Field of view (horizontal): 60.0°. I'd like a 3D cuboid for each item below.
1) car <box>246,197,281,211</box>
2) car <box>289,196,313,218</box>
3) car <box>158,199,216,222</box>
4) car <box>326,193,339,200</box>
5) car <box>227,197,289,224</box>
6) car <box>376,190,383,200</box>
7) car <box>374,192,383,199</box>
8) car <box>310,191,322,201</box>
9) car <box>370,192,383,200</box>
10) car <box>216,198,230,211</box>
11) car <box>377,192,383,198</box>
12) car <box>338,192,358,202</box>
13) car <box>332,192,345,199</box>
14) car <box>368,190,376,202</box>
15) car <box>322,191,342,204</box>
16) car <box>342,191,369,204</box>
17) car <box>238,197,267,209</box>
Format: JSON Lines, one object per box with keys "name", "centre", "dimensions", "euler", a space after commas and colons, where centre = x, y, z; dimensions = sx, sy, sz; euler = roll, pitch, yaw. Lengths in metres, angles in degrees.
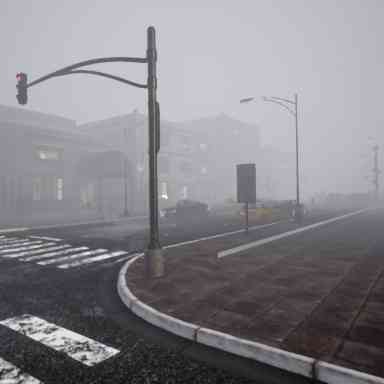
{"name": "car", "centre": [7.873, 1.290, 36.355], "dimensions": [1.895, 1.301, 4.718], "euler": [-1, 0, 36]}
{"name": "car", "centre": [7.599, 1.217, 26.146], "dimensions": [2.008, 1.369, 4.403], "euler": [-1, 0, 36]}
{"name": "car", "centre": [-0.606, 1.318, 24.727], "dimensions": [2.128, 1.511, 4.902], "euler": [-1, 0, 36]}
{"name": "car", "centre": [30.143, 0.935, 71.333], "dimensions": [1.802, 1.307, 4.206], "euler": [-1, 0, 36]}
{"name": "car", "centre": [4.441, 1.242, 21.811], "dimensions": [1.752, 1.417, 4.829], "euler": [-1, 0, 36]}
{"name": "car", "centre": [33.654, 0.570, 61.925], "dimensions": [2.192, 1.841, 5.009], "euler": [-1, 0, 36]}
{"name": "car", "centre": [40.171, 0.721, 70.871], "dimensions": [1.947, 1.339, 4.313], "euler": [-1, 0, 36]}
{"name": "car", "centre": [23.625, 0.769, 62.388], "dimensions": [2.192, 1.841, 5.009], "euler": [-1, 0, 36]}
{"name": "car", "centre": [36.914, 0.771, 66.398], "dimensions": [1.947, 1.339, 4.313], "euler": [-1, 0, 36]}
{"name": "car", "centre": [3.985, 1.290, 35.415], "dimensions": [1.752, 1.417, 4.829], "euler": [-1, 0, 36]}
{"name": "car", "centre": [43.254, 0.652, 75.091], "dimensions": [1.887, 1.381, 4.507], "euler": [-1, 0, 36]}
{"name": "car", "centre": [26.651, 0.869, 56.728], "dimensions": [2.128, 1.511, 4.902], "euler": [-1, 0, 36]}
{"name": "car", "centre": [33.399, 0.743, 75.805], "dimensions": [1.967, 1.590, 4.097], "euler": [-1, 0, 36]}
{"name": "car", "centre": [27.053, 0.860, 52.098], "dimensions": [1.837, 1.490, 4.892], "euler": [-1, 0, 36]}
{"name": "car", "centre": [21.414, 0.811, 49.532], "dimensions": [2.097, 1.767, 4.553], "euler": [-1, 0, 36]}
{"name": "car", "centre": [22.927, 0.898, 46.443], "dimensions": [1.882, 1.535, 5.008], "euler": [-1, 0, 36]}
{"name": "car", "centre": [7.343, 1.293, 40.026], "dimensions": [1.802, 1.307, 4.206], "euler": [-1, 0, 36]}
